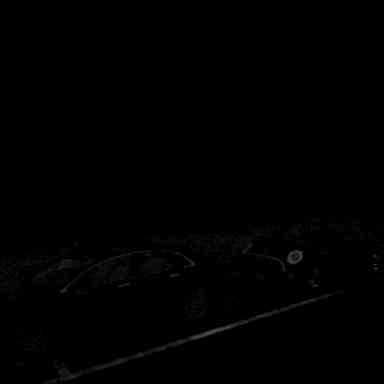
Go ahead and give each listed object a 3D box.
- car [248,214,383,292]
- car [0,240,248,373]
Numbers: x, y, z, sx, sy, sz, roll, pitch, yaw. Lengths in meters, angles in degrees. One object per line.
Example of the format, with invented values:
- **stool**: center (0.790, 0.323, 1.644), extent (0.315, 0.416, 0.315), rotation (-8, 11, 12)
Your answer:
- **car**: center (3.191, 1.430, 8.814), extent (4.097, 1.590, 1.967), rotation (0, 0, -35)
- **car**: center (-1.408, 1.548, 5.534), extent (4.403, 1.369, 2.008), rotation (0, 0, -35)
